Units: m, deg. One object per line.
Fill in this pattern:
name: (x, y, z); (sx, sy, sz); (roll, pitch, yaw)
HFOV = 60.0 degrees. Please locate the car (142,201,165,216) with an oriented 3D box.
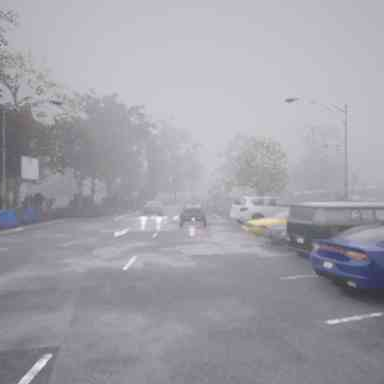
car: (-3.895, 1.668, 34.378); (1.837, 1.490, 4.892); (0, -1, 2)

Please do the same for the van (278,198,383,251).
van: (5.487, 1.313, 11.351); (4.442, 1.987, 1.878); (1, -1, -20)

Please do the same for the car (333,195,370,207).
car: (27.023, 1.514, 56.520); (2.435, 2.045, 5.566); (1, -1, -22)

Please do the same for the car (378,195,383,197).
car: (24.227, 1.429, 39.535); (2.435, 2.045, 5.566); (0, 1, -21)

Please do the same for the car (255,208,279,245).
car: (5.380, 1.591, 14.307); (4.674, 1.452, 2.002); (1, 0, -20)

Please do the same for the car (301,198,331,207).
car: (20.940, 1.792, 56.398); (2.163, 1.488, 4.792); (0, -1, -21)

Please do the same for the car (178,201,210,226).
car: (0.075, 1.613, 24.368); (1.837, 1.490, 4.892); (0, -2, 0)

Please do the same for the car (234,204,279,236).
car: (5.197, 1.559, 17.248); (5.366, 1.575, 1.946); (1, 0, -20)

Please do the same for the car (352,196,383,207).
car: (30.019, 1.643, 56.649); (2.185, 1.767, 4.553); (1, -1, -22)

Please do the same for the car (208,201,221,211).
car: (1.835, 1.793, 40.861); (1.895, 1.301, 4.718); (0, 0, 31)

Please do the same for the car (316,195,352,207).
car: (23.963, 1.513, 56.482); (2.435, 2.045, 5.566); (0, -1, -21)

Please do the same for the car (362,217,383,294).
car: (5.406, 1.384, 5.302); (4.553, 1.767, 2.185); (1, 0, -20)

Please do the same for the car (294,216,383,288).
car: (5.367, 1.523, 8.304); (5.008, 1.535, 2.097); (1, -1, -20)

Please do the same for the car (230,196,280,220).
car: (5.385, 1.342, 23.343); (5.566, 2.045, 2.435); (1, -1, -20)

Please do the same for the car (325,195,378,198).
car: (18.346, 1.426, 39.338); (2.435, 2.045, 5.566); (0, 0, -21)

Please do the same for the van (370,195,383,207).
van: (32.999, 1.545, 56.802); (1.878, 1.987, 4.442); (0, -1, -22)
